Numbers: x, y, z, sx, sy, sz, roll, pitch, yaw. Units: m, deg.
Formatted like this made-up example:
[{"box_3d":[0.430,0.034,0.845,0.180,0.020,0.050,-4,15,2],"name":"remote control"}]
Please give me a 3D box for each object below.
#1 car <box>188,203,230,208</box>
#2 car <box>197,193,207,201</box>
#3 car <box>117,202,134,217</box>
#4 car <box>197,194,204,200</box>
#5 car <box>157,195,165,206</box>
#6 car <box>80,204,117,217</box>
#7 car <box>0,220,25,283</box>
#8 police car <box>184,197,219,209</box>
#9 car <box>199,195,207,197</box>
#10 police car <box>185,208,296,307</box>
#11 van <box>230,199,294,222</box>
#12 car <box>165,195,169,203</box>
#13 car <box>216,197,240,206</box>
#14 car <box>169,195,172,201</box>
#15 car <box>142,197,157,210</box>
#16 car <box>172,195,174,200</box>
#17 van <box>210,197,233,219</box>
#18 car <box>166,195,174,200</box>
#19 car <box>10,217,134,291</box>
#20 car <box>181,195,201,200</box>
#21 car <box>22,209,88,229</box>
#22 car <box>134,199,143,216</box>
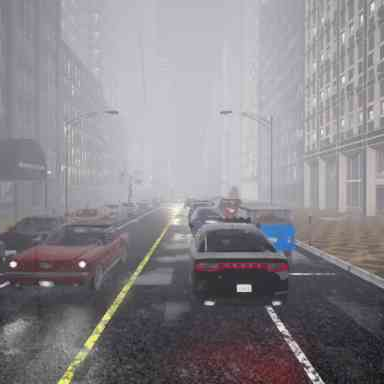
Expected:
[{"box_3d":[0.843,1.522,18.098,1.812,1.442,4.674,0,0,0],"name":"car"},{"box_3d":[2.425,1.293,80.961,2.192,1.841,5.009,-1,0,0],"name":"car"},{"box_3d":[-5.774,1.545,24.097,2.008,1.369,4.403,-1,0,0],"name":"car"},{"box_3d":[2.390,1.414,92.327,1.967,1.590,4.097,-1,0,0],"name":"car"},{"box_3d":[-5.863,1.538,52.515,2.008,1.369,4.403,-1,0,0],"name":"car"},{"box_3d":[-5.755,1.540,18.414,1.887,1.381,4.507,-1,0,0],"name":"car"},{"box_3d":[-5.720,1.549,7.047,2.008,1.369,4.403,-1,0,0],"name":"car"},{"box_3d":[0.691,1.419,24.231,1.930,1.638,5.238,0,0,1],"name":"police car"},{"box_3d":[2.517,1.538,52.542,2.008,1.369,4.403,-1,0,0],"name":"car"},{"box_3d":[0.874,1.423,8.207,1.930,1.638,5.238,0,0,0],"name":"police car"},{"box_3d":[2.641,1.338,12.757,1.690,1.788,3.998,-1,0,0],"name":"van"},{"box_3d":[-5.899,1.566,63.882,1.802,1.307,4.206,-1,0,0],"name":"car"},{"box_3d":[2.605,1.309,24.124,2.192,1.841,5.009,-1,0,0],"name":"car"},{"box_3d":[-5.918,1.422,69.566,1.967,1.590,4.097,-1,0,0],"name":"car"},{"box_3d":[-5.828,1.541,41.148,2.008,1.369,4.403,-1,0,0],"name":"car"},{"box_3d":[-5.953,1.504,80.764,1.752,1.417,4.829,-1,0,0],"name":"car"},{"box_3d":[2.587,1.334,29.808,1.690,1.788,3.998,-1,0,0],"name":"van"},{"box_3d":[-5.990,1.540,92.301,1.947,1.339,4.313,-1,0,0],"name":"car"},{"box_3d":[-3.025,1.599,9.103,1.895,1.301,4.718,0,0,0],"name":"car"},{"box_3d":[-0.131,1.537,45.221,2.033,1.411,5.357,0,0,0],"name":"car"},{"box_3d":[-5.737,1.563,12.730,1.947,1.339,4.313,-1,0,0],"name":"car"},{"box_3d":[-5.791,1.575,29.781,1.802,1.307,4.206,-1,0,0],"name":"car"}]
